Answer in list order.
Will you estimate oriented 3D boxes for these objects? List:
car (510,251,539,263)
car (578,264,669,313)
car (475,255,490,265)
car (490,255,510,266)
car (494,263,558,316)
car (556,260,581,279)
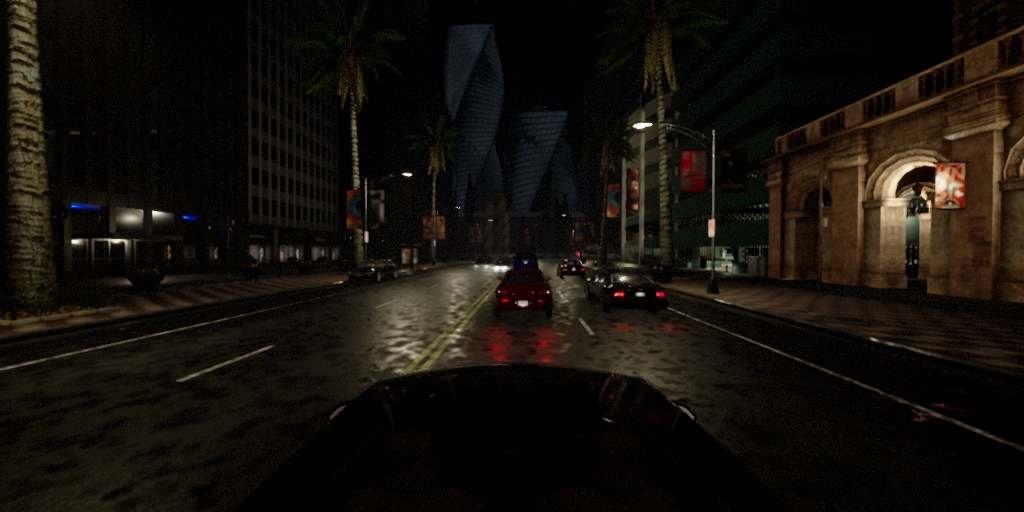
[{"bbox_3d":[1.237,0.610,32.357,2.150,2.045,5.566,0,1,2],"label":"car"},{"bbox_3d":[3.964,1.172,13.245,2.033,1.411,5.357,0,1,3],"label":"car"},{"bbox_3d":[-4.278,0.609,55.305,1.837,1.490,4.892,0,0,9],"label":"car"},{"bbox_3d":[-1.311,0.647,51.555,2.128,1.511,4.902,0,1,7],"label":"car"},{"bbox_3d":[0.424,1.148,12.545,1.812,1.442,4.674,0,1,3],"label":"car"},{"bbox_3d":[4.557,0.996,28.244,2.033,1.411,5.357,0,1,3],"label":"car"}]
